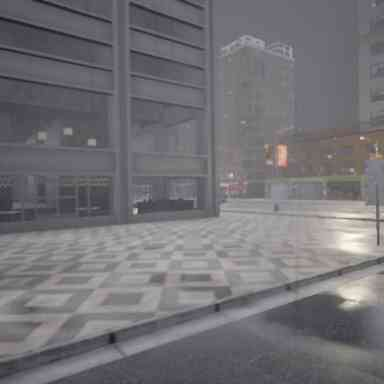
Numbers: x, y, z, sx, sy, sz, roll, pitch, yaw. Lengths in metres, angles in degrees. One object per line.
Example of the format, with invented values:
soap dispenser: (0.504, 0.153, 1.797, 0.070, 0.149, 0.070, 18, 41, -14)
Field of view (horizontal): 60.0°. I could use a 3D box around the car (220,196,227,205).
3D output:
car: (3.002, 1.023, 47.925, 1.882, 1.535, 5.008, -1, 1, -36)
